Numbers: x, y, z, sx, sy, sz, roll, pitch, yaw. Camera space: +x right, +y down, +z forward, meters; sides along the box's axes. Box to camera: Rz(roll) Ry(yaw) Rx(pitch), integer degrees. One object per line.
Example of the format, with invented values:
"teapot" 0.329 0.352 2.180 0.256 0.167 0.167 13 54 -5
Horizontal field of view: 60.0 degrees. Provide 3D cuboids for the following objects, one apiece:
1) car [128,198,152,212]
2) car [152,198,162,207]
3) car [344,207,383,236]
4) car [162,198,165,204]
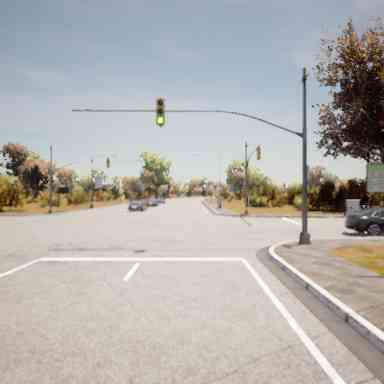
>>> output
"car" -7.011 1.749 43.378 2.128 1.511 4.902 0 0 3
"car" -7.025 1.843 58.325 2.128 1.511 4.902 0 -1 0
"car" 11.068 1.630 18.389 4.892 1.490 1.837 0 0 3
"car" -6.934 1.963 73.532 1.812 1.442 4.674 0 0 0
